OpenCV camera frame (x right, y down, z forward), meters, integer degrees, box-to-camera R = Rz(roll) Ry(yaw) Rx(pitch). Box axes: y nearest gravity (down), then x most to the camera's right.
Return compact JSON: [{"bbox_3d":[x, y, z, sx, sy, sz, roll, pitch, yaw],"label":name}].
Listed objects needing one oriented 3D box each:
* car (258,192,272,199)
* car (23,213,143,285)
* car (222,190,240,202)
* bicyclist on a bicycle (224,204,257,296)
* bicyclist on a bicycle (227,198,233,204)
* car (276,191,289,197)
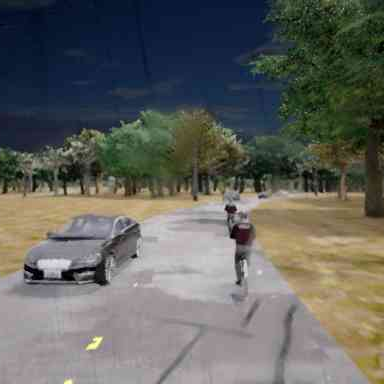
[{"bbox_3d":[13.891,0.635,63.023,1.895,1.301,4.718,1,1,24],"label":"car"},{"bbox_3d":[-2.666,1.373,9.210,2.128,1.511,4.902,0,1,4],"label":"car"},{"bbox_3d":[6.150,0.557,52.068,2.097,1.767,4.553,1,1,20],"label":"car"},{"bbox_3d":[1.138,1.283,7.508,0.659,1.776,1.843,0,1,3],"label":"bicyclist on a bicycle"},{"bbox_3d":[1.893,1.168,16.328,0.659,1.776,1.843,0,1,6],"label":"bicyclist on a bicycle"},{"bbox_3d":[21.278,0.397,77.749,1.895,1.301,4.718,1,1,31],"label":"car"}]
